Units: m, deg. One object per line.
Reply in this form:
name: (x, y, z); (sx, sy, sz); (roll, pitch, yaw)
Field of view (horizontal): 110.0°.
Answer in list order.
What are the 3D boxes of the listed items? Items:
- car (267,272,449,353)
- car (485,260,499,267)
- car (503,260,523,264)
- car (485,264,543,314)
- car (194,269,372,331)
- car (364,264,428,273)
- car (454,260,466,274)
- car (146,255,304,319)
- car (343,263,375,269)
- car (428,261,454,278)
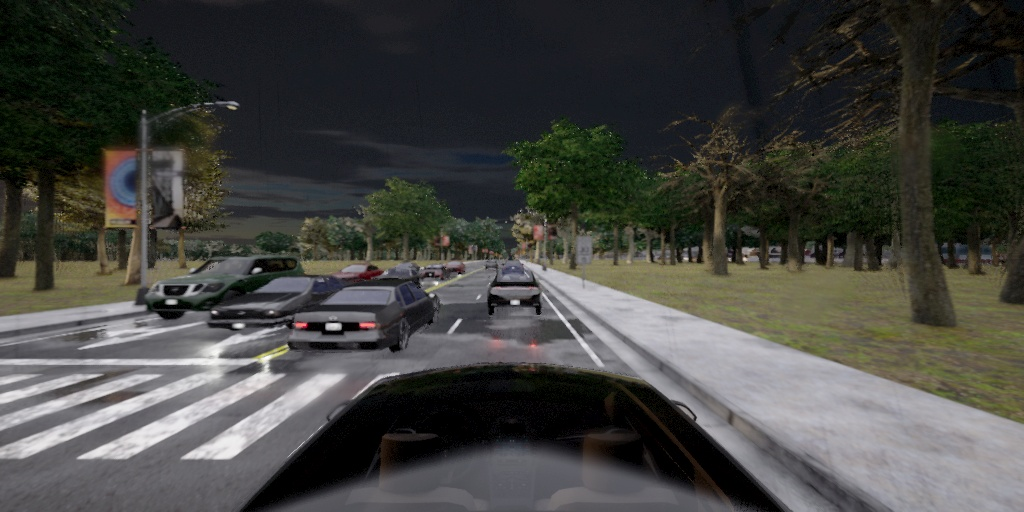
car: (-3.152, 1.301, 8.865); (2.033, 1.411, 5.357); (0, 0, 0)
car: (-3.155, 1.297, 56.318); (2.128, 1.511, 4.902); (0, 0, 0)
car: (0.104, 1.129, 35.434); (2.097, 1.767, 4.553); (0, 0, 0)
car: (0.100, 1.247, 13.728); (2.128, 1.511, 4.902); (0, 0, 0)
car: (-6.598, 1.302, 11.322); (2.033, 1.411, 5.357); (0, 0, 0)
car: (-6.592, 1.362, 20.911); (1.895, 1.301, 4.718); (0, 0, 0)
car: (-6.496, 1.263, 41.175); (1.882, 1.535, 5.008); (0, 0, 0)
car: (-9.834, 0.977, 13.117); (2.150, 2.045, 5.566); (0, 0, 0)
car: (-9.838, 1.241, 23.103); (1.882, 1.535, 5.008); (0, 0, 0)
car: (-6.559, 1.336, 30.923); (1.994, 1.385, 4.181); (0, 0, 1)
